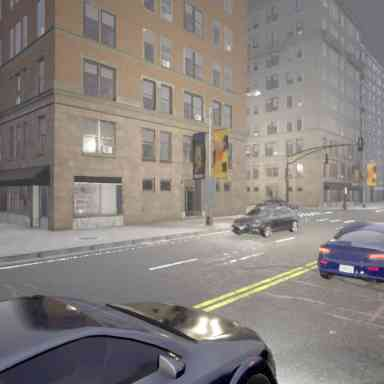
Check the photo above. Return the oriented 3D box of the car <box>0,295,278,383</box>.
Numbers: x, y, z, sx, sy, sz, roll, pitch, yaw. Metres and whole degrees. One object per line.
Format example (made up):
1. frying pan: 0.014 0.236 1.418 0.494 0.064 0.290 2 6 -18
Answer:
1. car: -1.046 1.564 2.565 1.994 1.385 4.181 0 0 43

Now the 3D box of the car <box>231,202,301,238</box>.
1. car: 4.041 1.509 17.784 1.837 1.490 4.892 0 0 43

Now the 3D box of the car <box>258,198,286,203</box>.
1. car: 9.683 1.495 37.123 4.892 1.490 1.837 0 0 41

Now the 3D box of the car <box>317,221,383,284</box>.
1. car: 4.977 1.527 9.007 1.812 1.442 4.674 0 0 43
